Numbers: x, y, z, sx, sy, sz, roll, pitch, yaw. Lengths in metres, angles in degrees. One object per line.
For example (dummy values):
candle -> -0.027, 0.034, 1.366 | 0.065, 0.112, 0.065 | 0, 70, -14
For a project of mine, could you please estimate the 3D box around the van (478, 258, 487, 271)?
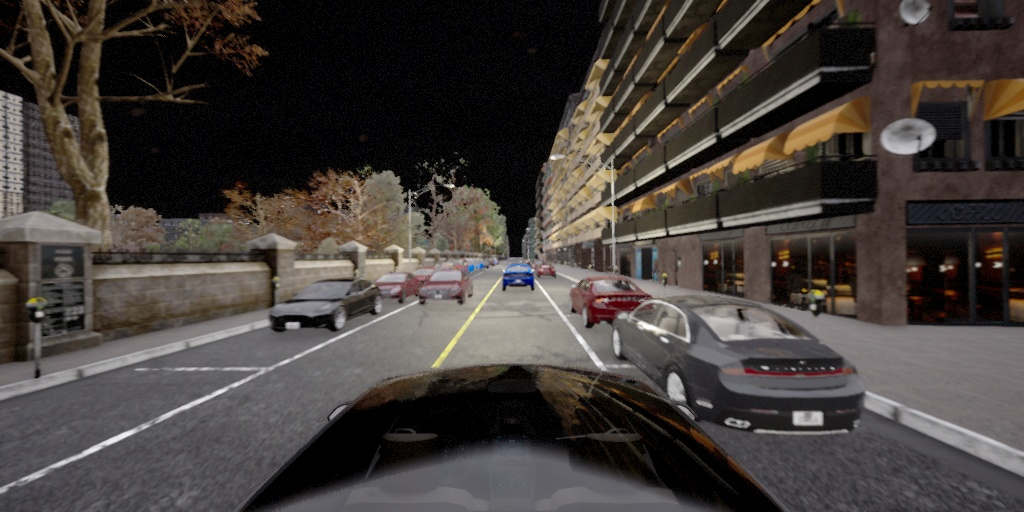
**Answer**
van -> -4.952, 1.241, 50.663 | 1.690, 1.789, 3.998 | 0, 0, 1

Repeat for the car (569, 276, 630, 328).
car -> 2.862, 1.273, 11.138 | 1.888, 1.381, 4.507 | 0, 0, 1

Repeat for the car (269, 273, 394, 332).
car -> -5.517, 1.389, 11.259 | 1.948, 1.339, 4.313 | 0, 0, 1

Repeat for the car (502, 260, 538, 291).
car -> 0.402, 1.248, 22.459 | 1.882, 1.535, 5.008 | -1, 0, 1

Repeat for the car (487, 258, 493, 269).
car -> -4.790, 1.494, 61.923 | 1.948, 1.339, 4.313 | 0, 0, 1

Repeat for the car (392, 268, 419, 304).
car -> -5.436, 1.410, 16.889 | 1.802, 1.307, 4.207 | 0, 0, 1

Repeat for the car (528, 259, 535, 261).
car -> 3.347, 1.232, 44.913 | 1.967, 1.591, 4.097 | 0, 0, 1

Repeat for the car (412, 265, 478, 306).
car -> -2.853, 1.324, 16.341 | 1.812, 1.442, 4.674 | -1, 0, 1

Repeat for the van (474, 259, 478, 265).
van -> -5.113, 1.214, 39.403 | 1.690, 1.789, 3.998 | 0, 0, 1

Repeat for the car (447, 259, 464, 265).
car -> -5.274, 1.287, 28.143 | 1.967, 1.591, 4.097 | 0, 0, 1

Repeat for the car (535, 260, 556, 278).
car -> 3.185, 1.347, 33.653 | 1.802, 1.307, 4.207 | 0, 0, 1

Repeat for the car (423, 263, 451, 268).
car -> -5.355, 1.380, 22.516 | 1.888, 1.381, 4.507 | 0, 0, 1

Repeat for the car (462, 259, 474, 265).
car -> -5.194, 1.175, 33.773 | 2.192, 1.841, 5.009 | 0, 0, 1

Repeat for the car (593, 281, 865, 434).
car -> 2.781, 1.273, 5.508 | 2.007, 1.370, 4.403 | 0, 0, 1
